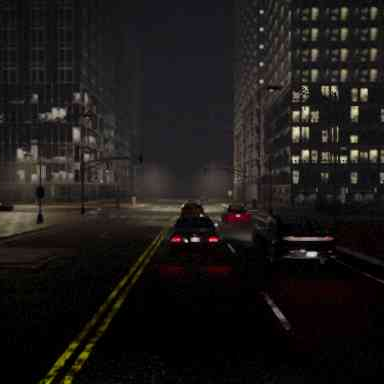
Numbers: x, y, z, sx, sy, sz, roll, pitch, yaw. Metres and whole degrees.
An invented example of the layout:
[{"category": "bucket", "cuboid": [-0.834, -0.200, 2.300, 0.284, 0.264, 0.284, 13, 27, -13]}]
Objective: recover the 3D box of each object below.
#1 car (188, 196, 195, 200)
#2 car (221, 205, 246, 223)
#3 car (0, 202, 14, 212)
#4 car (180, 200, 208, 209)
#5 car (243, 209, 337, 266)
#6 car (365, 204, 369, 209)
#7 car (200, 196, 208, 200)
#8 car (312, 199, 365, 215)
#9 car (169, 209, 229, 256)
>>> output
[{"category": "car", "cuboid": [-0.030, 1.890, 86.748, 1.812, 1.442, 4.674, 0, 0, 0]}, {"category": "car", "cuboid": [3.341, 1.697, 25.907, 1.994, 1.385, 4.181, 0, 0, 0]}, {"category": "car", "cuboid": [-22.738, 1.640, 38.148, 4.313, 1.339, 1.947, 1, 0, 1]}, {"category": "car", "cuboid": [0.096, 1.612, 26.020, 1.882, 1.535, 5.008, 0, 0, 1]}, {"category": "car", "cuboid": [3.346, 1.553, 11.720, 2.128, 1.511, 4.902, 0, 0, 0]}, {"category": "car", "cuboid": [21.794, 1.892, 45.920, 4.829, 1.417, 1.752, 0, 0, 1]}, {"category": "car", "cuboid": [3.220, 1.960, 86.779, 1.895, 1.301, 4.718, 0, 0, 0]}, {"category": "car", "cuboid": [16.189, 1.724, 37.633, 5.009, 1.841, 2.192, 0, 0, 1]}, {"category": "car", "cuboid": [0.097, 1.619, 13.377, 2.033, 1.411, 5.357, 0, 0, 0]}]
